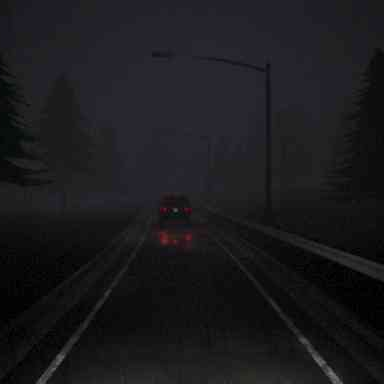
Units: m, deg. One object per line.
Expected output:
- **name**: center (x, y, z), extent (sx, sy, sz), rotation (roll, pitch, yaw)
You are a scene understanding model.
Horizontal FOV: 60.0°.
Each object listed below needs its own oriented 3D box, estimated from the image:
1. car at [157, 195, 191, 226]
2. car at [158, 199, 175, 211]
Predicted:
- **car**: center (-1.297, 1.258, 23.976), extent (2.150, 2.045, 5.566), rotation (0, 0, -5)
- **car**: center (-3.259, 1.588, 41.915), extent (1.812, 1.442, 4.674), rotation (0, 0, -7)
